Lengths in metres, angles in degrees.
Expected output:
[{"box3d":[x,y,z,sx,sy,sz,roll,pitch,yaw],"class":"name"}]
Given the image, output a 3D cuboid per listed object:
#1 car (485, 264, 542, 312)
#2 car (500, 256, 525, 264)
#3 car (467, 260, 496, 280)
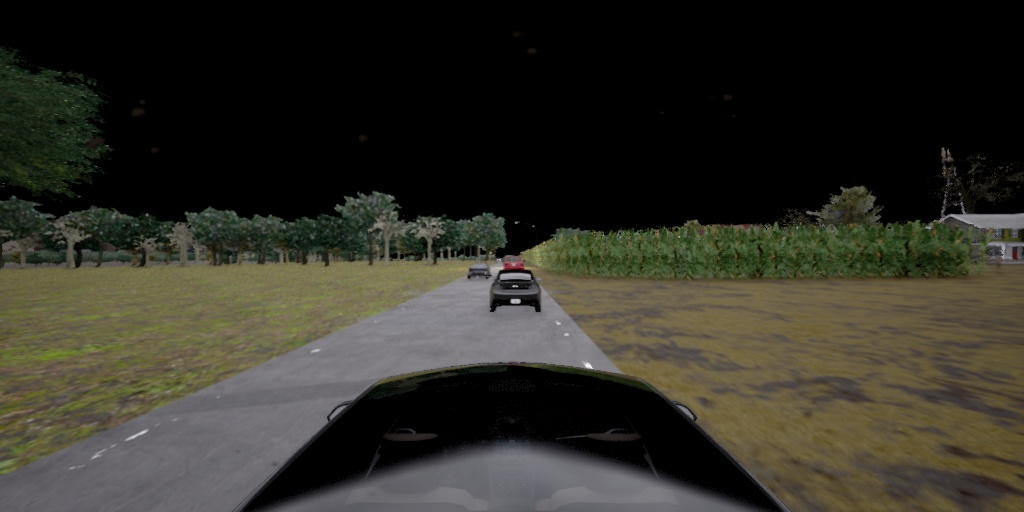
[{"box3d":[0.126,1.261,14.365,1.837,1.490,4.892,0,0,0],"class":"car"},{"box3d":[0.186,0.999,38.110,2.150,2.045,5.566,0,0,0],"class":"car"},{"box3d":[-2.781,1.315,31.460,2.033,1.411,5.357,0,0,0],"class":"car"}]
